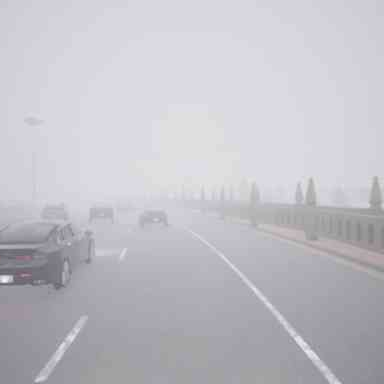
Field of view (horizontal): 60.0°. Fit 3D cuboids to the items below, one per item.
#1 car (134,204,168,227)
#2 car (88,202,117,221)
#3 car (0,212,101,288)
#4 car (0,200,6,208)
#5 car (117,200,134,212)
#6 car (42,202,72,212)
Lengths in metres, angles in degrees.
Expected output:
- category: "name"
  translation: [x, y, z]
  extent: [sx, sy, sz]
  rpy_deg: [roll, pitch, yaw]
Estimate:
- category: "car"
  translation: [-2.813, 1.573, 23.362]
  extent: [1.812, 1.442, 4.674]
  rpy_deg: [0, 0, -13]
- category: "car"
  translation: [-7.444, 1.553, 27.366]
  extent: [1.882, 1.535, 5.008]
  rpy_deg: [0, 0, -15]
- category: "car"
  translation: [-4.024, 1.537, 9.221]
  extent: [1.837, 1.490, 4.892]
  rpy_deg: [0, 0, -5]
- category: "car"
  translation: [-23.668, 1.697, 40.211]
  extent: [1.812, 1.442, 4.674]
  rpy_deg: [0, 0, -26]
- category: "car"
  translation: [-8.294, 1.662, 40.458]
  extent: [1.994, 1.385, 4.181]
  rpy_deg: [0, 0, -22]
- category: "car"
  translation: [-10.977, 1.583, 27.022]
  extent: [2.128, 1.511, 4.902]
  rpy_deg: [0, 0, -16]
